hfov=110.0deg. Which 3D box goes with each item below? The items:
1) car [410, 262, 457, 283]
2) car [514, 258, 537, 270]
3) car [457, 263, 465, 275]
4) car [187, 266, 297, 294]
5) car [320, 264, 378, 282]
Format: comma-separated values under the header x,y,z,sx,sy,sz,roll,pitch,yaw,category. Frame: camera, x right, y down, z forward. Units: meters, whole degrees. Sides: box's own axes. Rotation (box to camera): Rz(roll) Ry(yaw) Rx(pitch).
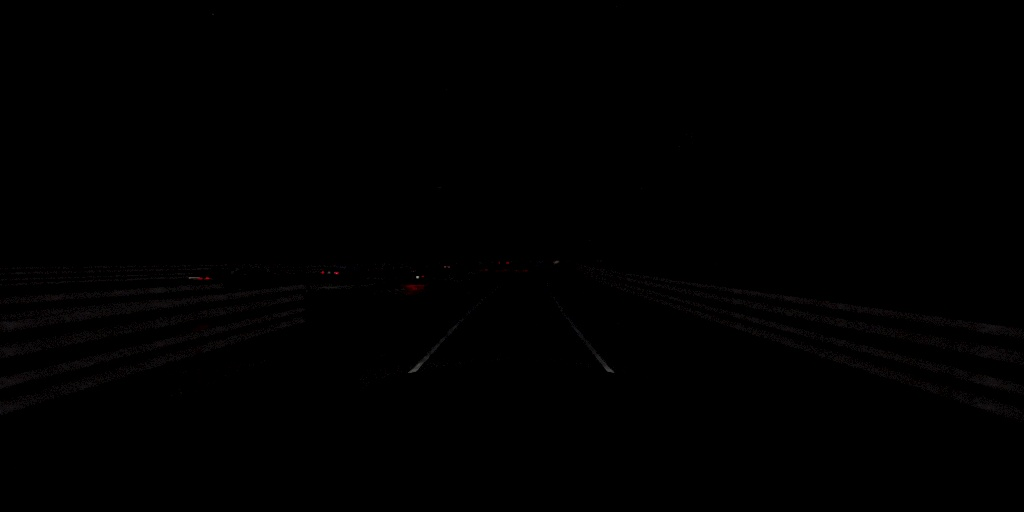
x,y,z,sx,sy,sz,roll,pitch,yaw,category
-6.575,1.379,29.573,1.837,1.490,4.892,0,-1,14,car
2.486,1.420,65.477,2.150,2.045,5.566,0,0,14,car
-7.037,1.468,42.060,2.128,1.511,4.902,0,0,14,car
-13.145,1.218,17.827,2.128,1.511,4.902,0,-1,14,car
-13.612,1.382,30.310,2.033,1.411,5.357,0,-1,14,car
